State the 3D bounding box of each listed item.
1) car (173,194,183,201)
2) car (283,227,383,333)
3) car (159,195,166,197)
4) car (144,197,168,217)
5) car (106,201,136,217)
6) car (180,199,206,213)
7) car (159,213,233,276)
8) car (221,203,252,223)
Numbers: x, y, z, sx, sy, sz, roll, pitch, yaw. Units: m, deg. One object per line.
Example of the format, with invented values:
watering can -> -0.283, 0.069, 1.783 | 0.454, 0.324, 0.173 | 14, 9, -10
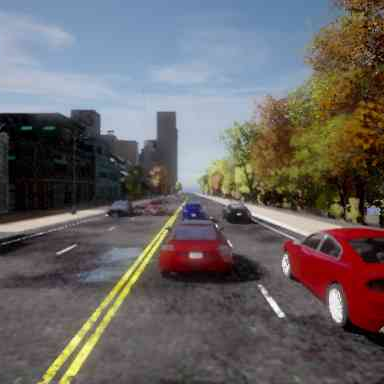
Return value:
car -> -3.158, 1.183, 74.148 | 2.097, 1.767, 4.553 | 0, 0, 0
car -> 3.342, 1.477, 6.974 | 1.882, 1.535, 5.008 | 0, 0, 0
car -> -6.411, 1.427, 71.901 | 2.033, 1.411, 5.357 | 0, 0, 0
car -> -3.308, 1.502, 31.600 | 1.812, 1.442, 4.674 | 0, 0, 0
car -> -6.561, 1.520, 31.311 | 2.033, 1.411, 5.357 | 0, 0, 0
car -> 0.126, 1.509, 26.225 | 1.812, 1.442, 4.674 | 0, 0, 0
car -> 0.104, 1.557, 10.352 | 1.994, 1.385, 4.181 | 0, 0, 0
car -> 3.374, 1.551, 25.761 | 1.994, 1.385, 4.181 | 0, 0, 0
